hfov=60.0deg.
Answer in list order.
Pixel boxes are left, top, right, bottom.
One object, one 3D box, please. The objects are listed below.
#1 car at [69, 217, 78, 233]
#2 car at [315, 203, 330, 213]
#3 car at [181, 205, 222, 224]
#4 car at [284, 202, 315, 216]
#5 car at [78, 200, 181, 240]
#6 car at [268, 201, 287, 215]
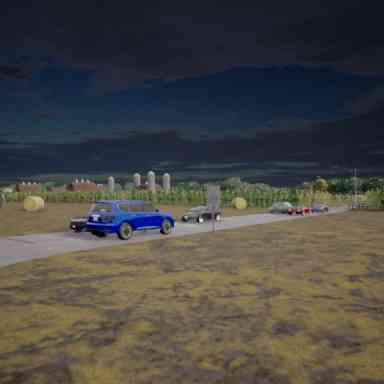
[{"bbox_3d":[-5.332,1.750,21.075,1.882,1.535,5.008,0,-1,35],"label":"car"},{"bbox_3d":[19.950,2.494,51.761,2.033,1.411,5.357,0,-1,35],"label":"car"},{"bbox_3d":[0.901,1.962,29.899,1.837,1.490,4.892,0,-1,35],"label":"car"},{"bbox_3d":[14.151,2.384,43.529,1.895,1.301,4.718,0,-1,36],"label":"car"},{"bbox_3d":[-3.334,1.497,19.031,2.150,2.045,5.566,0,-1,35],"label":"car"},{"bbox_3d":[12.186,2.132,45.668,2.097,1.767,4.553,0,-1,36],"label":"car"}]
